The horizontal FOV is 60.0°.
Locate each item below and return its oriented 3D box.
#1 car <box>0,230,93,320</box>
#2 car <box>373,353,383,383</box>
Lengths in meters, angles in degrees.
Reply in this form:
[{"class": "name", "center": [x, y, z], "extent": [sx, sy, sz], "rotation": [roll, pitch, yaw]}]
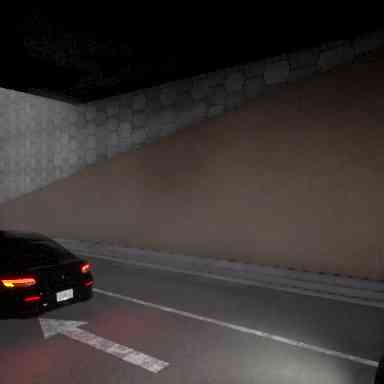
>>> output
[{"class": "car", "center": [-3.955, 1.526, 6.793], "extent": [4.674, 1.442, 1.812], "rotation": [0, 0, 36]}, {"class": "car", "center": [3.487, 1.505, 1.427], "extent": [4.892, 1.490, 1.837], "rotation": [0, 0, 36]}]
